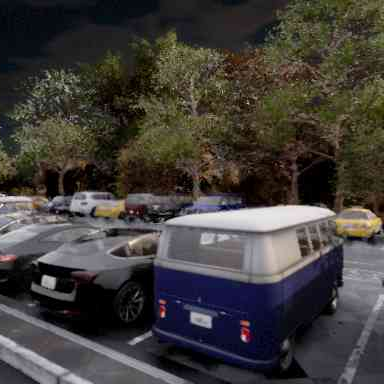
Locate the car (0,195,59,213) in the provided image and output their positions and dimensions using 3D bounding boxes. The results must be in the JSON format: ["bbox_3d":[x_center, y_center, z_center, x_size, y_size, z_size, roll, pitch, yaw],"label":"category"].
[{"bbox_3d":[-16.687,1.156,34.281,1.946,1.575,5.366,1,0,35],"label":"car"}]

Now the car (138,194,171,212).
[{"bbox_3d":[-0.730,1.144,23.192,2.435,2.045,5.566,1,0,35],"label":"car"}]

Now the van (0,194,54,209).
[{"bbox_3d":[-7.781,1.176,12.264,1.878,1.987,4.442,1,0,35],"label":"van"}]

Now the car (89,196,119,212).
[{"bbox_3d":[-5.164,1.325,26.539,1.946,1.575,5.366,1,1,35],"label":"car"}]

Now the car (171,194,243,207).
[{"bbox_3d":[1.499,1.172,21.536,2.435,2.045,5.566,1,0,35],"label":"car"}]

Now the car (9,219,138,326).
[{"bbox_3d":[-0.974,1.509,7.314,2.163,1.488,4.792,0,0,35],"label":"car"}]

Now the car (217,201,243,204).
[{"bbox_3d":[3.791,1.480,19.975,2.163,1.488,4.792,1,0,35],"label":"car"}]

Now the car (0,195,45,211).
[{"bbox_3d":[-18.839,1.127,36.047,2.231,1.521,4.892,1,1,35],"label":"car"}]

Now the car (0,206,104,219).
[{"bbox_3d":[-5.559,1.430,10.548,2.231,1.521,4.892,1,0,35],"label":"car"}]

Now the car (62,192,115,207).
[{"bbox_3d":[-7.514,1.043,28.018,2.435,2.045,5.566,1,0,35],"label":"car"}]

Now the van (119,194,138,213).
[{"bbox_3d":[-2.941,1.136,24.873,1.878,1.987,4.442,1,1,35],"label":"van"}]

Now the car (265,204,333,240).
[{"bbox_3d":[6.025,1.506,18.314,2.163,1.488,4.792,1,0,35],"label":"car"}]

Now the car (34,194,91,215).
[{"bbox_3d":[-12.039,1.101,31.240,2.185,1.767,4.553,1,0,35],"label":"car"}]

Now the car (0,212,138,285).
[{"bbox_3d":[-3.281,1.496,8.916,2.002,1.452,4.674,1,0,35],"label":"car"}]

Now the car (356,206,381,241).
[{"bbox_3d":[8.408,1.490,16.882,1.946,1.575,5.366,0,0,35],"label":"car"}]

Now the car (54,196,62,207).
[{"bbox_3d":[-9.812,1.290,29.582,2.163,1.488,4.792,1,0,35],"label":"car"}]

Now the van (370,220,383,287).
[{"bbox_3d":[3.509,1.288,3.946,1.878,1.987,4.442,0,0,35],"label":"van"}]

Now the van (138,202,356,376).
[{"bbox_3d":[1.362,1.271,5.760,1.878,1.987,4.442,0,0,35],"label":"van"}]
